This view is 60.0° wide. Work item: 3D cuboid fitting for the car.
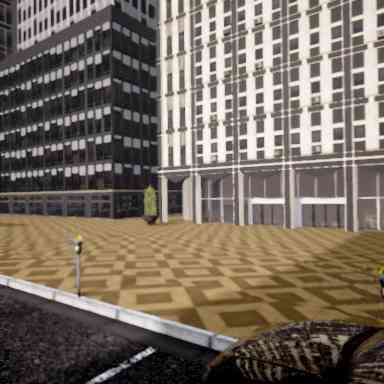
[{"bbox_3d":[2.248,1.493,1.825,4.892,1.490,1.837,-1,-1,36],"label":"car"}]
